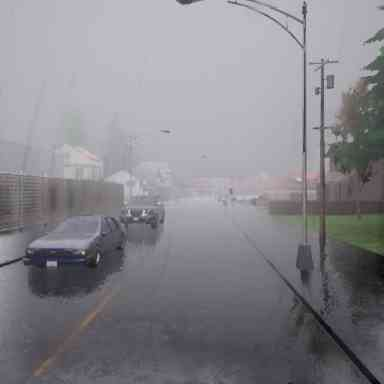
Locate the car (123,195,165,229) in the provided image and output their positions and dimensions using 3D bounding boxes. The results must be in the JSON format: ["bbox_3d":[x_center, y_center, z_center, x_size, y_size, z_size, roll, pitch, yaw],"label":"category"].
[{"bbox_3d":[-3.149,1.231,22.201,2.150,2.045,5.566,0,0,3],"label":"car"}]

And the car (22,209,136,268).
[{"bbox_3d":[-3.657,1.552,11.629,2.033,1.411,5.357,0,0,3],"label":"car"}]
